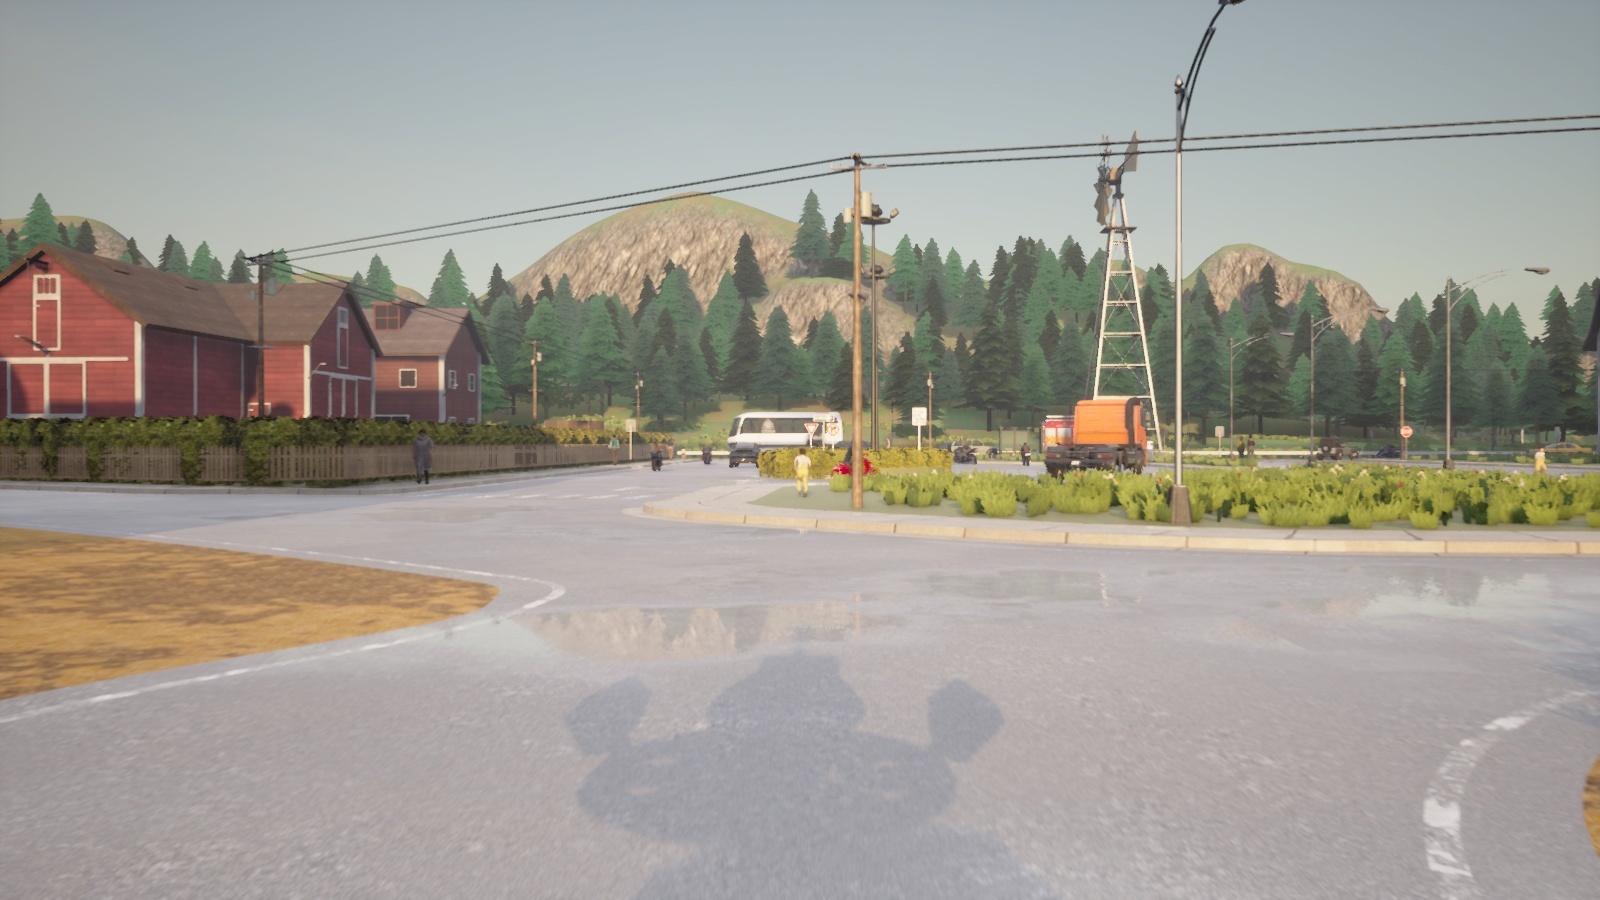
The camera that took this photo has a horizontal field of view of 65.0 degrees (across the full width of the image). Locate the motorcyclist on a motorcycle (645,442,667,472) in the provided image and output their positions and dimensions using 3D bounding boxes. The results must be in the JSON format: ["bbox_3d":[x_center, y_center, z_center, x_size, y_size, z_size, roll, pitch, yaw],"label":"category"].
[{"bbox_3d":[-7.412,0.358,64.572,0.797,1.523,2.044,0,0,3],"label":"motorcyclist on a motorcycle"}]

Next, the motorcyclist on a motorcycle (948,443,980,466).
[{"bbox_3d":[11.277,0.305,86.241,0.866,1.530,2.191,-1,1,-39],"label":"motorcyclist on a motorcycle"}]

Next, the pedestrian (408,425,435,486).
[{"bbox_3d":[-12.178,0.164,40.389,0.659,1.952,0.873,0,0,-4],"label":"pedestrian"}]

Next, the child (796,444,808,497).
[{"bbox_3d":[0.039,0.495,30.676,0.270,1.263,0.437,0,0,-3],"label":"child"}]

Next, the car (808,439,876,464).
[{"bbox_3d":[3.025,0.103,89.504,4.553,1.767,2.097,0,0,11],"label":"car"}]

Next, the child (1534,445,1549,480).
[{"bbox_3d":[26.637,0.450,45.120,0.270,1.263,0.437,0,0,2],"label":"child"}]

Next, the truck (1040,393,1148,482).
[{"bbox_3d":[12.552,-0.524,53.044,2.891,3.462,7.936,0,0,25],"label":"truck"}]

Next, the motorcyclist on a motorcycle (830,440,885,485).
[{"bbox_3d":[2.053,0.448,44.999,1.817,1.590,0.866,0,0,-7],"label":"motorcyclist on a motorcycle"}]

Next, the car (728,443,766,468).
[{"bbox_3d":[-3.219,0.317,76.540,1.837,1.490,4.892,0,0,3],"label":"car"}]

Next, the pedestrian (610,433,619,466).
[{"bbox_3d":[-10.848,-0.022,73.485,0.396,1.930,0.692,0,0,0],"label":"pedestrian"}]
